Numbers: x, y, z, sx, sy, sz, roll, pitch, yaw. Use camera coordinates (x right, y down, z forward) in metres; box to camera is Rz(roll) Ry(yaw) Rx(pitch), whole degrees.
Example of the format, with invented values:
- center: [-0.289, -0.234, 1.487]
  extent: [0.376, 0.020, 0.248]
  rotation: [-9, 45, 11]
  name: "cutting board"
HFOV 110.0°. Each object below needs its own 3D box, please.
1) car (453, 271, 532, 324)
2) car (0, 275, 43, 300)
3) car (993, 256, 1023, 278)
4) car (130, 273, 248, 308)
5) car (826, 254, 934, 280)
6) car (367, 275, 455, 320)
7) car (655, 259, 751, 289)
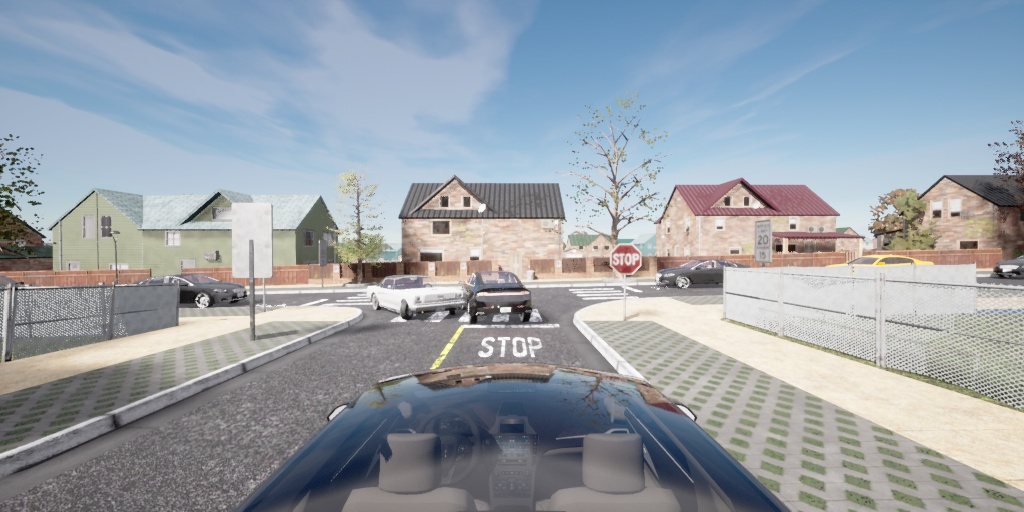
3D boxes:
- center: [-0.678, 1.242, 12.052]
  extent: [2.128, 1.511, 4.902]
  rotation: [0, 0, -12]
  name: "car"
- center: [-24.230, 1.648, 16.382]
  extent: [4.553, 1.767, 2.097]
  rotation: [-1, 1, 0]
  name: "car"
- center: [29.397, 0.477, 19.514]
  extent: [4.902, 1.511, 2.128]
  rotation: [-1, 1, 0]
  name: "car"
- center: [-14.892, 1.566, 16.416]
  extent: [4.902, 1.511, 2.128]
  rotation: [-1, 1, 0]
  name: "car"
- center: [19.773, 0.690, 19.483]
  extent: [5.008, 1.535, 1.882]
  rotation: [-1, 1, 0]
  name: "car"
- center: [-3.595, 1.367, 12.913]
  extent: [1.895, 1.301, 4.718]
  rotation: [0, 0, -38]
  name: "car"
- center: [10.342, 0.925, 19.453]
  extent: [4.902, 1.511, 2.128]
  rotation: [-1, 1, 0]
  name: "car"
